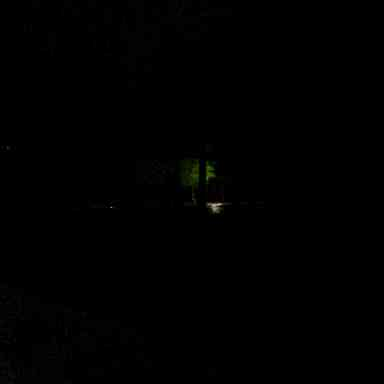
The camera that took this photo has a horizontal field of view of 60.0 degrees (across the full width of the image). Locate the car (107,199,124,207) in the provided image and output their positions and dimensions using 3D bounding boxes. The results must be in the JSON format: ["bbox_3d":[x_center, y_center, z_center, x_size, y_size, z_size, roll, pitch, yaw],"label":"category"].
[{"bbox_3d":[-14.638,2.170,65.627,1.812,1.442,4.674,-1,-1,36],"label":"car"}]
